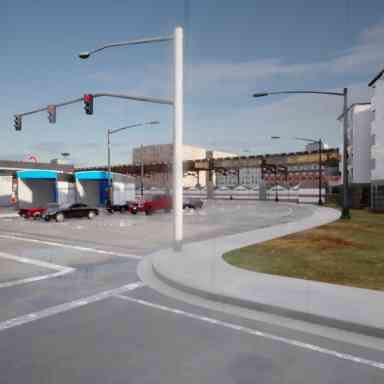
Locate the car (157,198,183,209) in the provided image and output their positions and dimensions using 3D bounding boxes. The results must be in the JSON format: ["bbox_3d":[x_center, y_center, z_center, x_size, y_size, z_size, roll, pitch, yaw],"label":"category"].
[{"bbox_3d":[-2.952,1.547,46.053,2.033,1.411,5.357,0,0,15],"label":"car"}]

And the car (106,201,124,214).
[{"bbox_3d":[-7.115,1.601,36.248,1.895,1.301,4.718,0,0,30],"label":"car"}]

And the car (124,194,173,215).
[{"bbox_3d":[-4.135,1.221,34.443,2.150,2.045,5.566,0,0,30],"label":"car"}]

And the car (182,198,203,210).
[{"bbox_3d":[0.122,1.547,44.123,2.033,1.411,5.357,0,0,16],"label":"car"}]

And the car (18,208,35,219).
[{"bbox_3d":[-12.305,1.601,28.693,1.895,1.301,4.718,0,0,37],"label":"car"}]

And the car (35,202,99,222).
[{"bbox_3d":[-9.603,1.526,26.509,1.812,1.442,4.674,0,0,36],"label":"car"}]
